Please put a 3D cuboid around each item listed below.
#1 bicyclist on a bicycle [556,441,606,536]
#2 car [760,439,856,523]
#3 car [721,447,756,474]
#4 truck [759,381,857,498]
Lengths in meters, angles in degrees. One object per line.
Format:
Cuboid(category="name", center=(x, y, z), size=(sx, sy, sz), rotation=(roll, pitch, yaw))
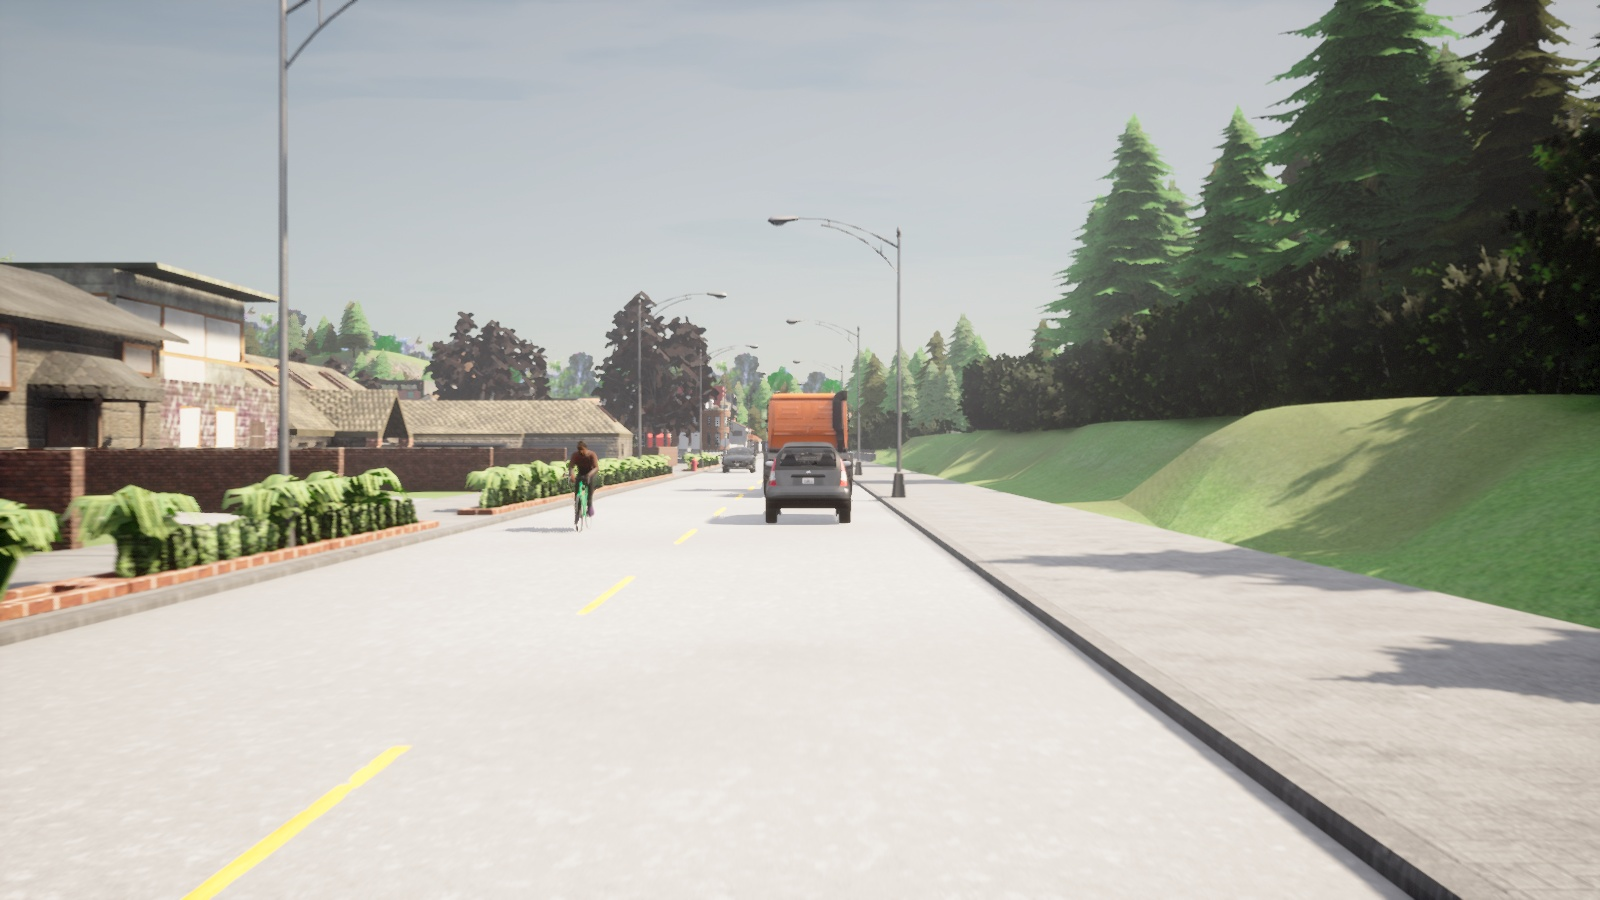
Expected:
Cuboid(category="bicyclist on a bicycle", center=(-3.856, 0.649, 22.175), size=(0.582, 1.620, 1.656), rotation=(0, 0, 0))
Cuboid(category="car", center=(0.168, 0.589, 26.196), size=(1.851, 1.617, 3.988), rotation=(0, 0, 0))
Cuboid(category="car", center=(-3.571, 0.589, 73.726), size=(1.837, 1.490, 4.892), rotation=(0, 0, 0))
Cuboid(category="truck", center=(0.255, -0.324, 41.298), size=(2.891, 3.462, 7.936), rotation=(0, 0, 0))
